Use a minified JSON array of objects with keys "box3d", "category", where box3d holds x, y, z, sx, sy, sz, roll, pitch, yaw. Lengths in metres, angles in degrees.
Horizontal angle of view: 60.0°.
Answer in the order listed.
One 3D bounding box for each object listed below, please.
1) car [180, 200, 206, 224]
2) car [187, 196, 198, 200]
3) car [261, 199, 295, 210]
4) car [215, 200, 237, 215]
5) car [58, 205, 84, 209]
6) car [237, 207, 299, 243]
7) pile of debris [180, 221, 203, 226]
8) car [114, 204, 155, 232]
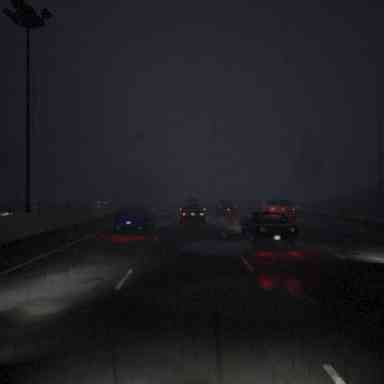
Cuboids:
[{"box3d":[0.057,1.570,25.144,2.033,1.411,5.357,0,0,0],"category":"car"},{"box3d":[0.061,1.394,41.942,2.097,1.767,4.553,0,0,0],"category":"car"},{"box3d":[7.075,1.378,27.905,2.097,1.767,4.553,0,0,0],"category":"car"},{"box3d":[3.569,1.559,34.727,1.812,1.442,4.674,0,0,0],"category":"car"},{"box3d":[-14.129,1.642,38.721,1.895,1.301,4.718,0,0,0],"category":"car"},{"box3d":[3.586,1.616,16.231,1.895,1.301,4.718,0,0,0],"category":"car"},{"box3d":[-0.020,2.198,23.174,1.500,0.140,1.860,0,0,0],"category":"pile of debris"},{"box3d":[-3.418,1.498,20.351,1.882,1.535,5.008,0,0,0],"category":"car"}]
